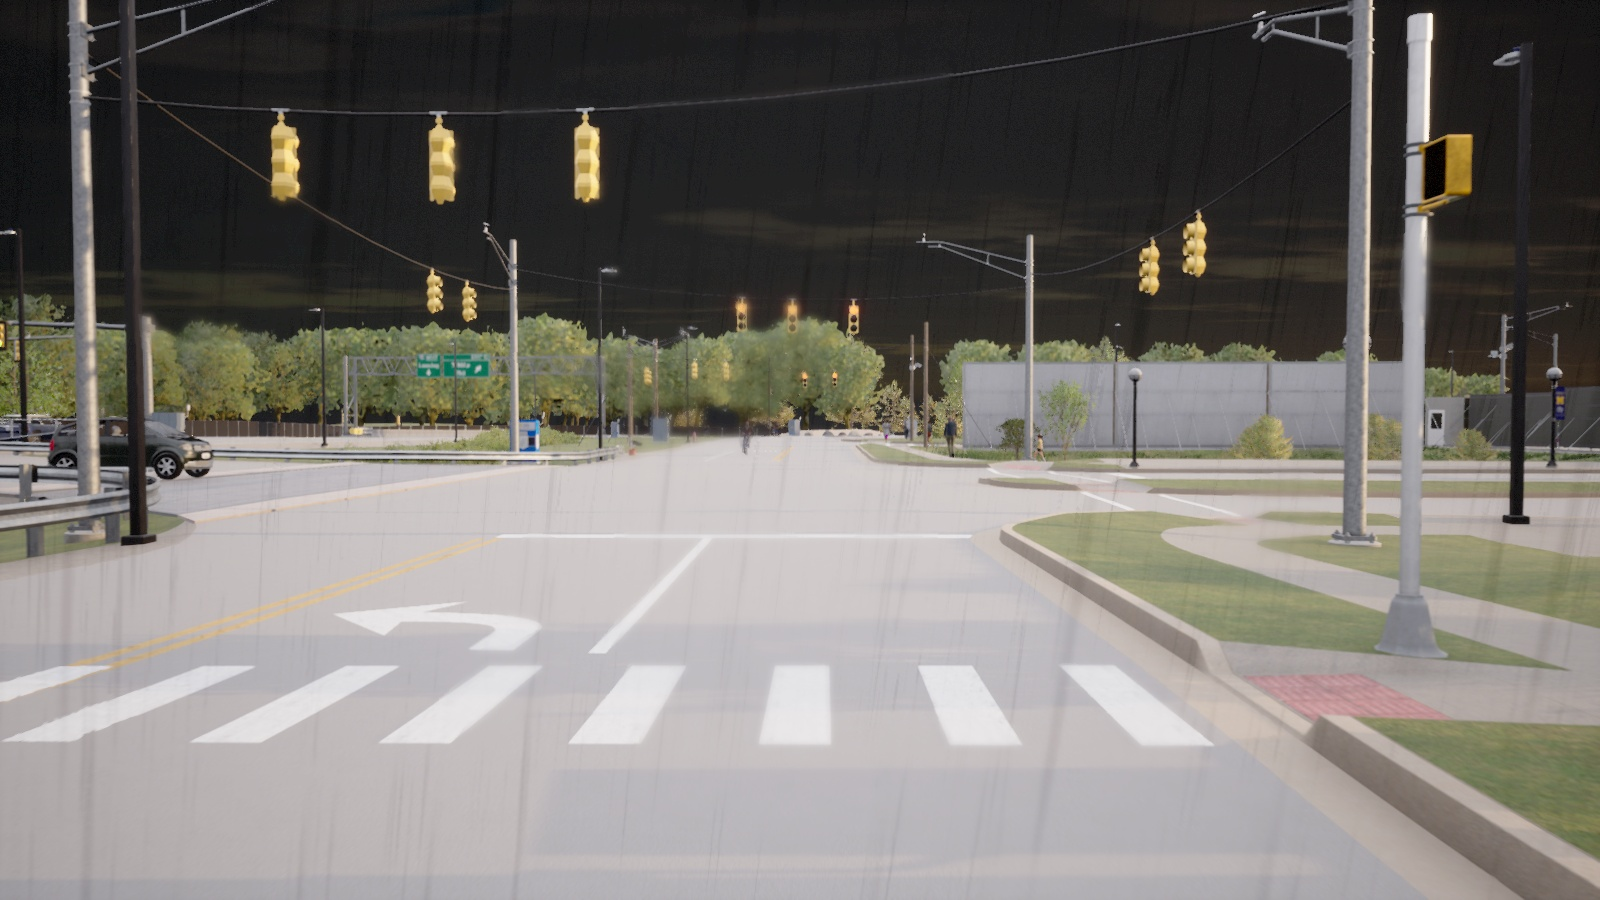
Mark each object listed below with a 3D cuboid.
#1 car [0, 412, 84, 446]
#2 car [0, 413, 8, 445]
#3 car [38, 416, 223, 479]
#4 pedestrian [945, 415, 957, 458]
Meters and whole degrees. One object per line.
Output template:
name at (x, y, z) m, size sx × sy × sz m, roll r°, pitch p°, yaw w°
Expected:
car at (-33.920, -0.939, 55.796) m, size 1.970 × 1.475 × 3.806 m, roll 0°, pitch 1°, yaw 1°
car at (-37.420, -0.942, 55.820) m, size 1.970 × 1.475 × 3.806 m, roll 0°, pitch 1°, yaw 1°
car at (-16.840, -0.075, 31.697) m, size 3.705 × 1.549 × 1.789 m, roll 0°, pitch 1°, yaw 1°
pedestrian at (6.590, -0.604, 54.858) m, size 0.402 × 1.842 × 0.726 m, roll 0°, pitch 2°, yaw -4°
